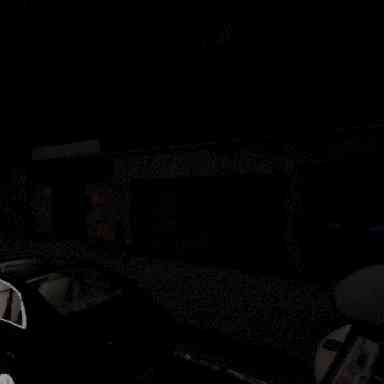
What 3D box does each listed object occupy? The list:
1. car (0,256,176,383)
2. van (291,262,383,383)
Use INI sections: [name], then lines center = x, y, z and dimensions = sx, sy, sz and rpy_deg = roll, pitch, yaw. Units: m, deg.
[car]
center = -2.233, 1.558, 4.444
dimensions = 4.403, 1.369, 2.008
rpy_deg = 0, 0, 36
[van]
center = 2.318, 1.339, 1.190
dimensions = 3.998, 1.788, 1.690
rpy_deg = 0, 0, 36
